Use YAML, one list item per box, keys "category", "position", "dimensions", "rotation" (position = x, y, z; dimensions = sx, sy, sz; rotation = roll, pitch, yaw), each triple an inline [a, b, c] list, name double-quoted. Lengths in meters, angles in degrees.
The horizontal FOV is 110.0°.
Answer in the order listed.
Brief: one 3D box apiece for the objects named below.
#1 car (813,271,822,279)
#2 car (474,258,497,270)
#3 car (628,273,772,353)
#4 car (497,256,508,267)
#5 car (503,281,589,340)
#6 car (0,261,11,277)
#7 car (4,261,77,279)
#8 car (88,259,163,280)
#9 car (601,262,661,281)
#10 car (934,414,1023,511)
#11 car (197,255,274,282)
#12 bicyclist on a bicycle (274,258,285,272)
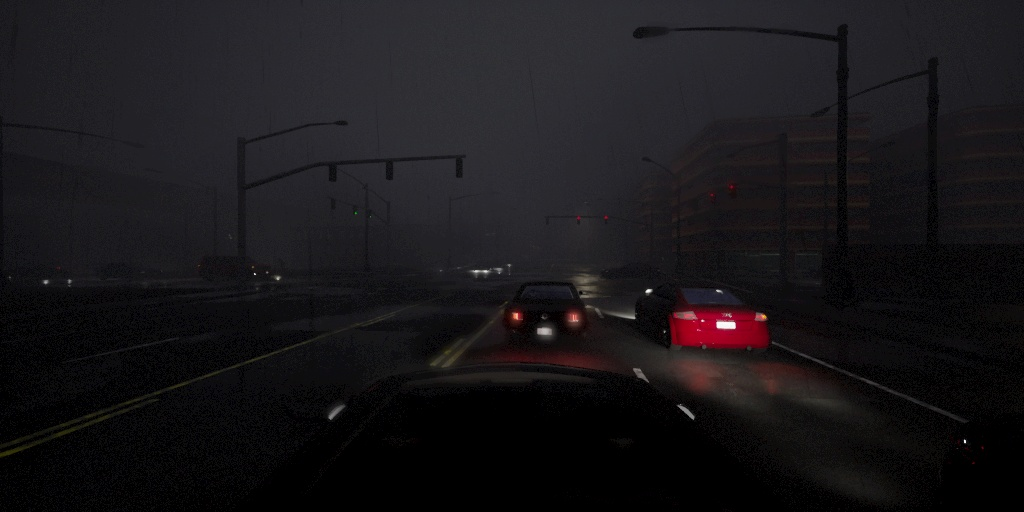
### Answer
- category: "car"
  position: [26.288, 1.297, 27.188]
  dimensions: [5.357, 1.411, 2.033]
  rotation: [0, 0, 7]
- category: "car"
  position: [-3.767, 1.176, 48.768]
  dimensions: [1.994, 1.385, 4.181]
  rotation: [0, 1, 8]
- category: "car"
  position: [4.421, 1.314, 8.959]
  dimensions: [1.994, 1.385, 4.181]
  rotation: [0, 0, 7]
- category: "car"
  position: [-2.398, 1.064, 58.619]
  dimensions: [1.895, 1.301, 4.718]
  rotation: [0, 1, 8]
- category: "car"
  position: [1.019, 1.351, 9.967]
  dimensions: [1.895, 1.301, 4.718]
  rotation: [0, 0, 8]
- category: "car"
  position: [-51.086, 1.276, 35.417]
  dimensions: [4.674, 1.442, 1.812]
  rotation: [0, 0, 35]
- category: "car"
  position: [-41.781, 1.351, 31.718]
  dimensions: [4.718, 1.301, 1.895]
  rotation: [0, 0, 12]
- category: "car"
  position: [-32.377, 1.228, 30.372]
  dimensions: [5.008, 1.535, 1.882]
  rotation: [0, 0, 7]
- category: "car"
  position: [9.629, 1.244, 29.140]
  dimensions: [4.674, 1.442, 1.812]
  rotation: [0, 0, 7]
- category: "car"
  position: [3.640, 1.242, 0.248]
  dimensions: [2.128, 1.511, 4.902]
  rotation: [0, 0, 1]
- category: "car"
  position: [-22.449, 0.971, 29.178]
  dimensions: [5.566, 2.045, 2.150]
  rotation: [0, 0, 7]
- category: "bicyclist on a bicycle"
  position: [-26.326, 1.053, 40.697]
  dimensions: [0.582, 1.620, 1.656]
  rotation: [0, 0, 7]
